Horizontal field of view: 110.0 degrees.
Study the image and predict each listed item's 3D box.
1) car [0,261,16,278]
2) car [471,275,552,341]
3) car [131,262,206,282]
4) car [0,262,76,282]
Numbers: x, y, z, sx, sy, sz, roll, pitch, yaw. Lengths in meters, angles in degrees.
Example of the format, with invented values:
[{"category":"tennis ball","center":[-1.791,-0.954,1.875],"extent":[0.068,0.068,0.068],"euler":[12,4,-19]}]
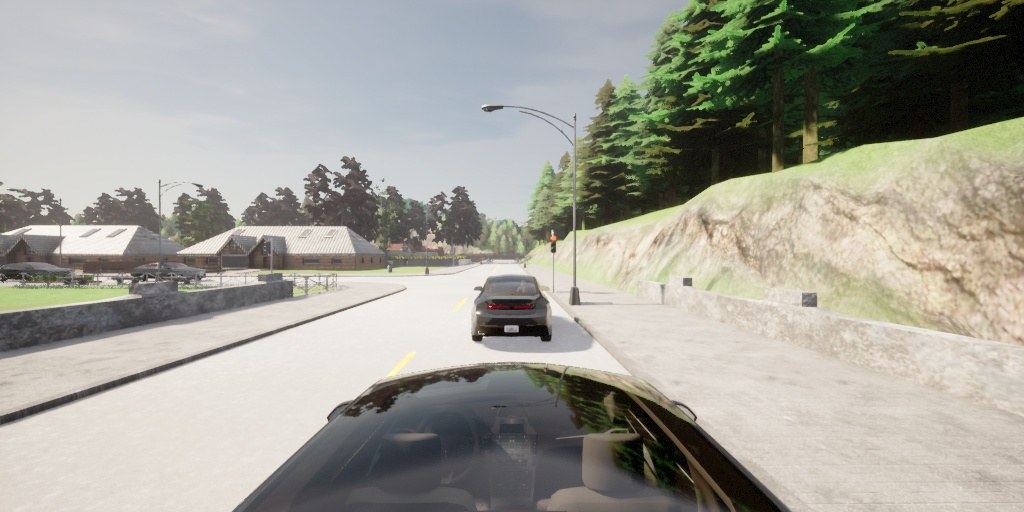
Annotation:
[{"category":"car","center":[-48.134,1.228,32.066],"extent":[5.008,1.535,1.882],"euler":[0,0,0]},{"category":"car","center":[-0.010,1.255,9.813],"extent":[1.837,1.490,4.892],"euler":[0,0,0]},{"category":"car","center":[-26.813,1.241,28.108],"extent":[4.902,1.511,2.128],"euler":[0,0,0]},{"category":"car","center":[-37.260,1.228,28.022],"extent":[5.008,1.535,1.882],"euler":[0,0,0]}]
